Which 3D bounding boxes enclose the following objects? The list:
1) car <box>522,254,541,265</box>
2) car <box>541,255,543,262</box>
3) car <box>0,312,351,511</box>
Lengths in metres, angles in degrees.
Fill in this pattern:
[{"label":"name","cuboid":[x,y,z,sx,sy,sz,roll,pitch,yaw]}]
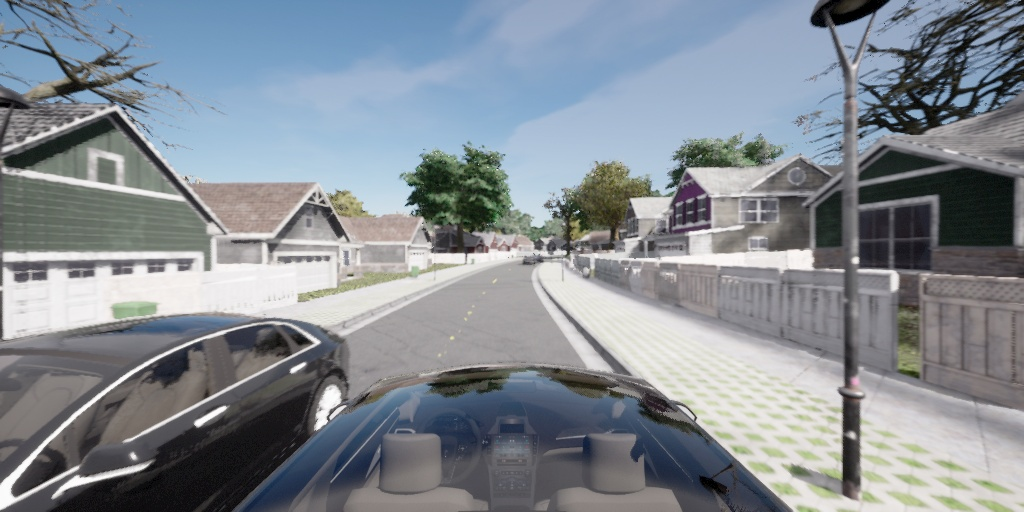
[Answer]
[{"label":"car","cuboid":[2.649,0.528,53.443,2.128,1.511,4.902,0,1,8]},{"label":"car","cuboid":[4.359,0.368,63.652,1.994,1.385,4.181,0,1,12]},{"label":"car","cuboid":[-2.849,1.265,2.419,1.837,1.490,4.892,0,0,0]}]
